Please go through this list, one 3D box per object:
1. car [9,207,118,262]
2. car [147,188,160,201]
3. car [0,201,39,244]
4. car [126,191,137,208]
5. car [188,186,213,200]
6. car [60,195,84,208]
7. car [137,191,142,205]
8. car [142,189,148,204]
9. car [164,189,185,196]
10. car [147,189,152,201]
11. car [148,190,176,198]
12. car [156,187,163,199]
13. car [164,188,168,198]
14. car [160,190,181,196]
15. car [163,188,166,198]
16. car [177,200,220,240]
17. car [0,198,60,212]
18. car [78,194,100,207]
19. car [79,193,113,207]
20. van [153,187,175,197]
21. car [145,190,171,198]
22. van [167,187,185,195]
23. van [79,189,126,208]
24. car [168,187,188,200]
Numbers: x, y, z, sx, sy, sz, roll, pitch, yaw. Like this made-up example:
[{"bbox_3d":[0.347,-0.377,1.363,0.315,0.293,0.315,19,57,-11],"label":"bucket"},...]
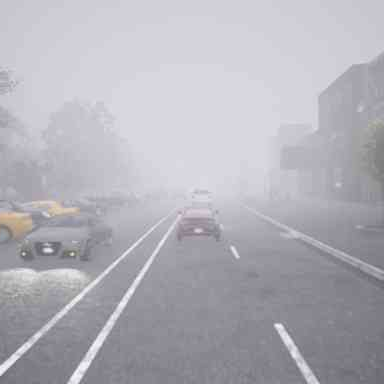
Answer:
[{"bbox_3d":[-4.114,1.448,11.558,1.994,1.385,4.181,0,1,1],"label":"car"},{"bbox_3d":[-7.740,0.654,49.379,4.892,1.521,2.231,-1,1,-16],"label":"car"},{"bbox_3d":[-9.318,1.334,13.765,5.008,1.535,2.097,-1,1,-19],"label":"car"},{"bbox_3d":[-8.609,0.926,34.551,5.008,1.535,2.097,-1,1,-17],"label":"car"},{"bbox_3d":[1.066,0.627,35.891,2.150,2.045,5.566,0,1,3],"label":"car"},{"bbox_3d":[-9.351,1.218,19.645,5.366,1.575,1.946,-1,1,-18],"label":"car"},{"bbox_3d":[-8.420,0.743,37.515,4.553,1.767,2.185,-1,1,-17],"label":"car"},{"bbox_3d":[-8.282,0.814,40.478,5.008,1.535,2.097,-1,1,-17],"label":"car"},{"bbox_3d":[-4.432,0.076,84.823,5.008,1.535,2.097,-1,1,-14],"label":"car"},{"bbox_3d":[-8.084,0.788,43.456,4.792,1.488,2.163,-1,1,-17],"label":"car"},{"bbox_3d":[-6.115,0.349,67.189,5.366,1.575,1.946,-1,1,-15],"label":"car"},{"bbox_3d":[-7.491,0.475,52.340,4.553,1.767,2.185,-1,1,-16],"label":"car"},{"bbox_3d":[-7.098,0.250,58.247,5.566,2.045,2.435,-1,1,-16],"label":"car"},{"bbox_3d":[-5.097,0.213,78.921,4.674,1.452,2.002,-1,1,-14],"label":"car"},{"bbox_3d":[-7.303,0.590,55.305,4.674,1.452,2.002,-1,1,-16],"label":"car"},{"bbox_3d":[0.305,1.334,15.615,1.812,1.442,4.674,0,1,1],"label":"car"},{"bbox_3d":[-9.286,1.151,16.729,4.553,1.767,2.185,-1,1,-19],"label":"car"},{"bbox_3d":[-9.076,1.158,22.673,5.008,1.535,2.097,-1,1,-18],"label":"car"},{"bbox_3d":[-8.989,1.100,25.649,5.008,1.535,2.097,-1,1,-18],"label":"car"},{"bbox_3d":[-5.905,0.081,70.126,4.442,1.987,1.878,-1,1,-15],"label":"van"},{"bbox_3d":[-6.565,0.443,64.183,4.674,1.452,2.002,-1,1,-15],"label":"car"},{"bbox_3d":[-4.202,-0.198,87.739,4.442,1.987,1.878,-1,1,-13],"label":"van"},{"bbox_3d":[-8.853,0.760,31.535,4.442,1.987,1.878,-1,1,-18],"label":"van"},{"bbox_3d":[-2.035,0.282,55.015,2.150,2.045,5.566,0,1,5],"label":"car"}]
